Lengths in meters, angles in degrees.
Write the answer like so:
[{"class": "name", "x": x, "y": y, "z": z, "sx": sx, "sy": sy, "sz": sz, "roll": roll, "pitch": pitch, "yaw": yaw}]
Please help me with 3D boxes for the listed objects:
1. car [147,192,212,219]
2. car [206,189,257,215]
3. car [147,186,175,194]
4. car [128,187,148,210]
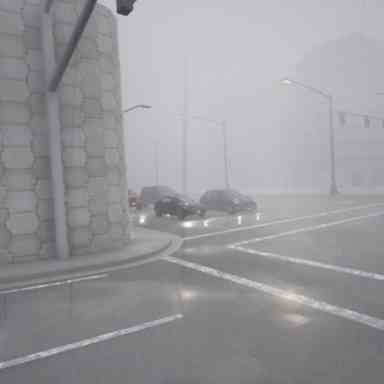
[{"class": "car", "x": -0.965, "y": 0.972, "z": 22.855, "sx": 1.812, "sy": 1.442, "sz": 4.674, "roll": -5, "pitch": 3, "yaw": -35}, {"class": "car", "x": 2.503, "y": 0.565, "z": 23.975, "sx": 2.097, "sy": 1.767, "sz": 4.553, "roll": -5, "pitch": 3, "yaw": -35}, {"class": "car", "x": -3.039, "y": 0.433, "z": 31.803, "sx": 2.150, "sy": 2.045, "sz": 5.566, "roll": -5, "pitch": 3, "yaw": -35}, {"class": "car", "x": -6.581, "y": 0.667, "z": 30.764, "sx": 2.150, "sy": 2.045, "sz": 5.566, "roll": -5, "pitch": 3, "yaw": -35}]
